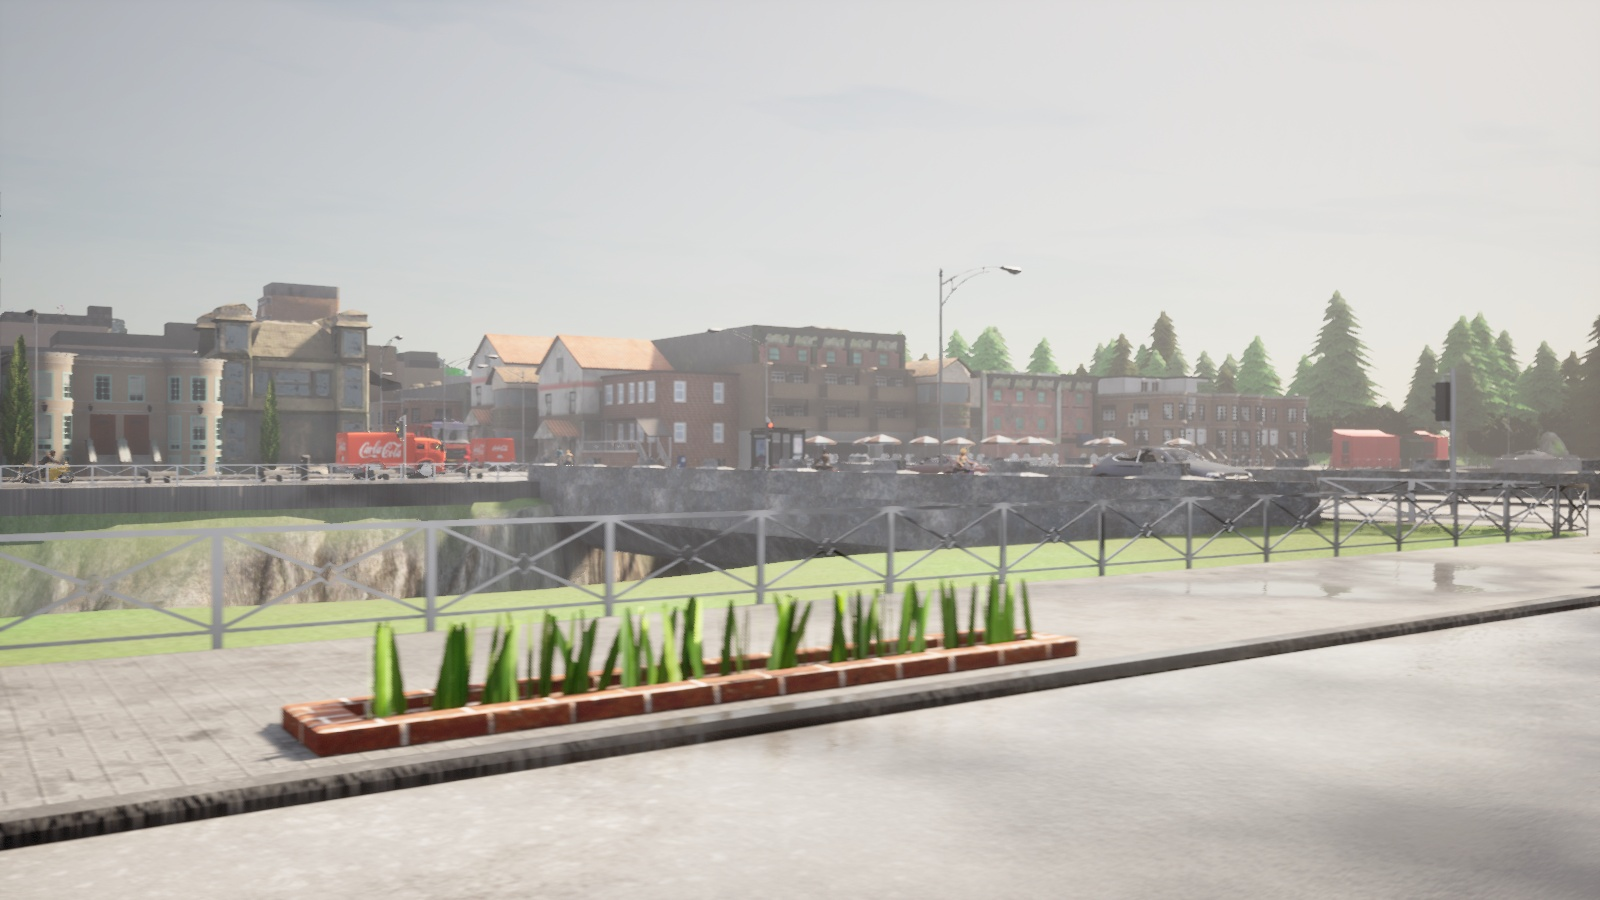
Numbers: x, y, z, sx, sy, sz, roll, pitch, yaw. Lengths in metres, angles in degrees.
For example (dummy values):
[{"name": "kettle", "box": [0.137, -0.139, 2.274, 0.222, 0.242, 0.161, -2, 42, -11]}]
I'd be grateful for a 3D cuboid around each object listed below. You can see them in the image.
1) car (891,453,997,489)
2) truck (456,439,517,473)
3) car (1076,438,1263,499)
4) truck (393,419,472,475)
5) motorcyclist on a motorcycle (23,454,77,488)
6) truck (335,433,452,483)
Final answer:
[{"name": "car", "box": [5.808, 0.835, 51.047, 1.994, 1.385, 4.181, 0, 0, -36]}, {"name": "truck", "box": [-23.146, 0.447, 92.591, 2.627, 2.467, 5.204, 0, 0, -35]}, {"name": "car", "box": [10.761, 0.515, 36.927, 2.152, 1.651, 5.027, 0, 0, -35]}, {"name": "truck", "box": [-26.535, -0.218, 90.446, 2.891, 3.827, 8.468, 0, 0, -35]}, {"name": "motorcyclist on a motorcycle", "box": [-33.525, 0.924, 56.132, 2.044, 1.523, 0.797, 0, 0, -35]}, {"name": "truck", "box": [-20.990, 0.411, 64.859, 5.204, 2.467, 2.627, 0, 0, -35]}]
